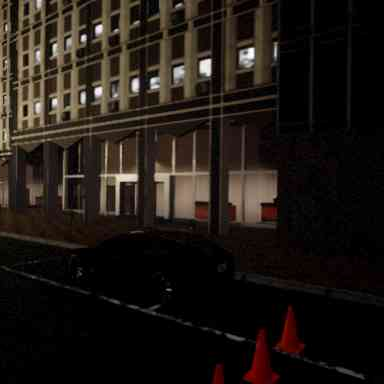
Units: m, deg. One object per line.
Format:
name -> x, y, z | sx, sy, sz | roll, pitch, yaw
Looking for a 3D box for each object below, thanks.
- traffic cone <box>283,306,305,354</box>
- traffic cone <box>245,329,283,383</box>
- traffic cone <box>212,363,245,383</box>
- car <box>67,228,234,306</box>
traffic cone -> 1.417, 1.943, 4.805 | 0.340, 0.580, 0.340 | 1, 0, 36
traffic cone -> 0.834, 1.941, 3.993 | 0.340, 0.580, 0.340 | 1, 0, 36
traffic cone -> 0.251, 1.940, 3.180 | 0.340, 0.580, 0.340 | 1, 0, 36
car -> -1.093, 1.504, 7.794 | 4.313, 1.339, 1.947 | 1, 1, 36
